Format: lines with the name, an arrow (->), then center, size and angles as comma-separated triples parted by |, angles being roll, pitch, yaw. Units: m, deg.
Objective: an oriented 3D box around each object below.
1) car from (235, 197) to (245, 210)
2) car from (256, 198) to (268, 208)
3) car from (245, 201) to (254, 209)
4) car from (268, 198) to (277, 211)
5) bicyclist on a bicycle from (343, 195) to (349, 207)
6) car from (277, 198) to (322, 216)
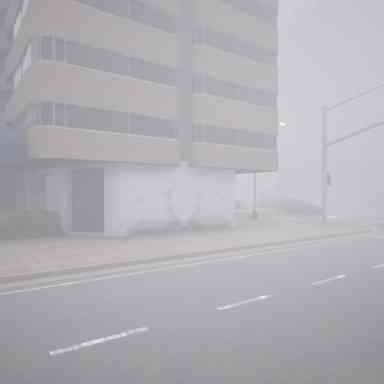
car -> 4.123, 1.563, 41.814 | 1.994, 1.385, 4.181 | 0, 0, -36
car -> 10.691, 1.547, 45.004 | 2.033, 1.411, 5.357 | 0, 0, -36
car -> 5.846, 1.491, 45.397 | 2.128, 1.511, 4.902 | 0, 0, -36
car -> 11.441, 1.478, 37.687 | 1.882, 1.535, 5.008 | 0, 0, -36
bicyclist on a bicycle -> 22.058, 1.301, 47.707 | 1.656, 1.620, 0.582 | 0, 0, -36
car -> 10.847, 1.564, 32.549 | 1.994, 1.385, 4.181 | 0, 0, -36
